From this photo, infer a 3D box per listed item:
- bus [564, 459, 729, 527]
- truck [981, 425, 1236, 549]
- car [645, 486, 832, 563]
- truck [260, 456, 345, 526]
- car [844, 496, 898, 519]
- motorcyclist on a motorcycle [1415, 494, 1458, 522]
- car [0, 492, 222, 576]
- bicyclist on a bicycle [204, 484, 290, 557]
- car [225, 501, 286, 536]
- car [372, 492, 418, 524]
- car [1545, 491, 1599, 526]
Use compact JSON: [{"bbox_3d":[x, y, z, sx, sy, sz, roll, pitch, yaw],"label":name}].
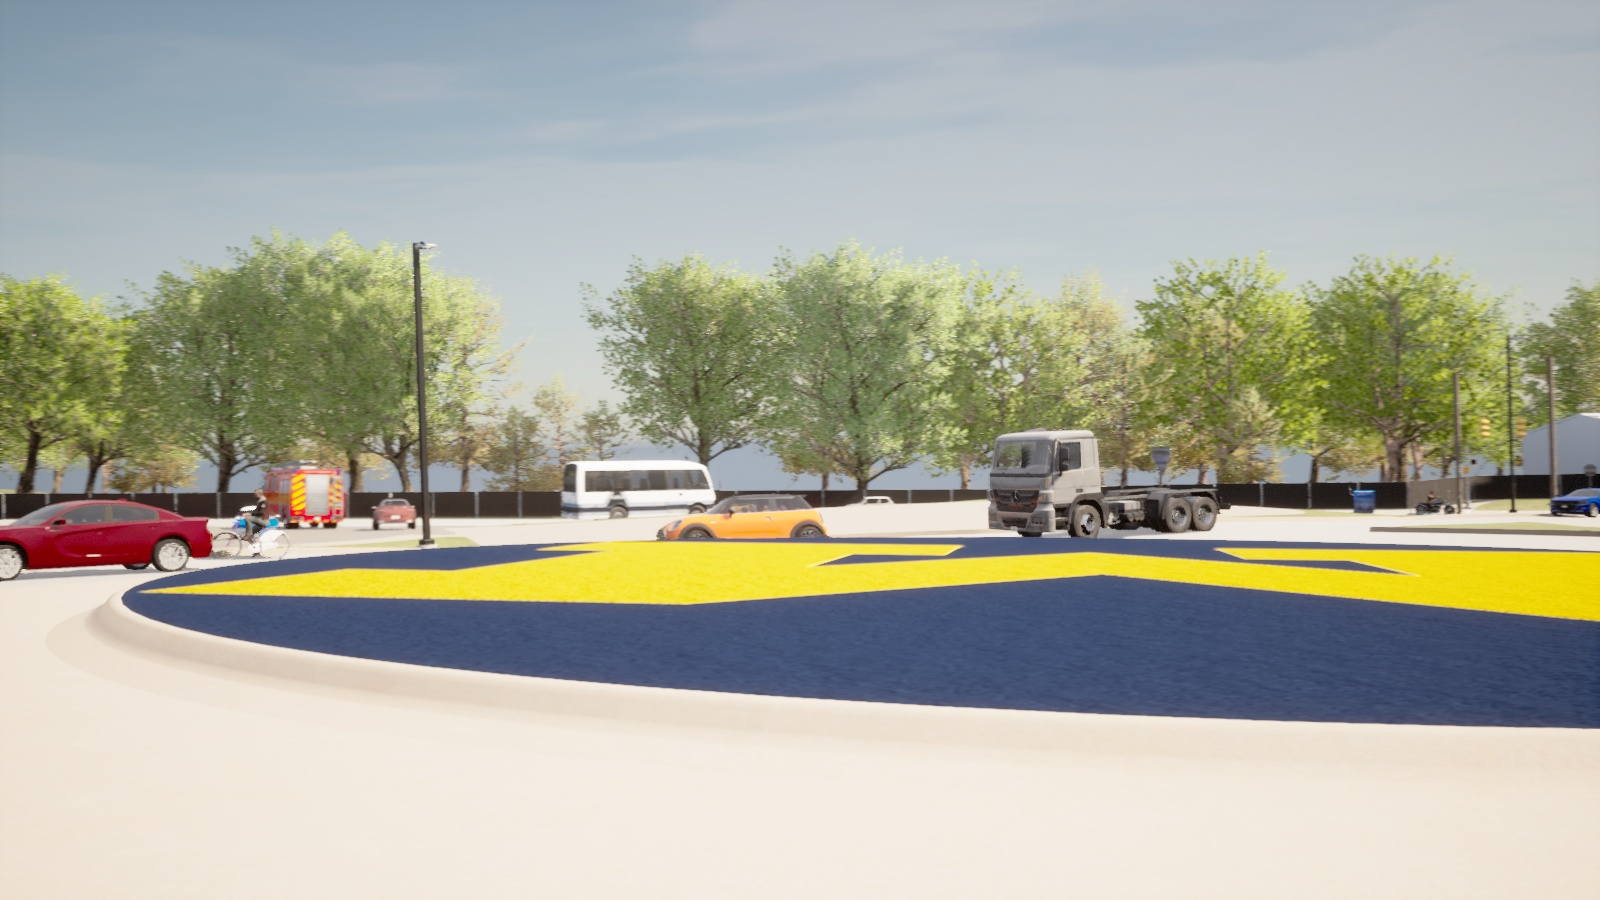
[{"bbox_3d":[-10.265,2.780,84.547,10.273,4.253,3.944,0,0,-29],"label":"bus"},{"bbox_3d":[9.812,1.037,39.632,7.936,3.462,2.891,-2,1,-30],"label":"truck"},{"bbox_3d":[-1.669,1.994,33.481,4.553,1.767,2.097,-1,-7,-17],"label":"car"},{"bbox_3d":[-28.982,2.403,72.881,2.891,3.827,8.468,1,-3,-33],"label":"truck"},{"bbox_3d":[5.037,4.055,89.048,3.806,1.475,1.970,-1,1,3],"label":"car"},{"bbox_3d":[39.854,3.636,78.620,2.350,1.649,0.766,0,1,31],"label":"motorcyclist on a motorcycle"},{"bbox_3d":[-14.550,1.640,25.227,1.882,1.535,5.008,-3,-3,40],"label":"car"},{"bbox_3d":[-13.815,1.762,31.396,1.843,1.776,0.659,2,-3,-36],"label":"bicyclist on a bicycle"},{"bbox_3d":[-22.812,2.860,52.673,1.481,1.376,2.207,1,-2,3],"label":"car"},{"bbox_3d":[-21.622,3.095,66.934,2.152,1.651,5.027,0,-3,-20],"label":"car"},{"bbox_3d":[39.071,2.908,61.874,5.008,1.535,1.882,5,-4,-30],"label":"car"}]
